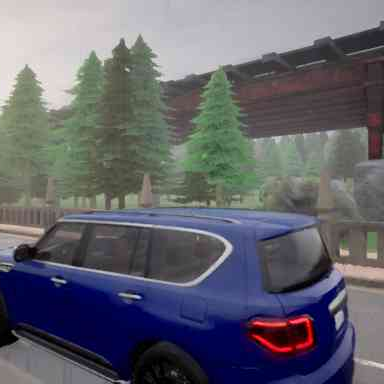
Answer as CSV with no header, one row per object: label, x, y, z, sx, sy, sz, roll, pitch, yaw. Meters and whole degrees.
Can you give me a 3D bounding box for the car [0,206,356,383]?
car,-0.834,1.224,4.592,5.566,2.045,2.150,0,0,36
